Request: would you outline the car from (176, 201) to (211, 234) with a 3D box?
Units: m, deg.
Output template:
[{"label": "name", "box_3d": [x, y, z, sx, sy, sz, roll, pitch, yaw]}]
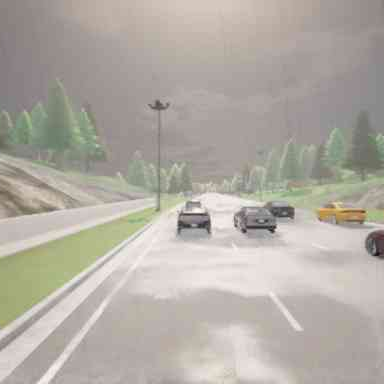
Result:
[{"label": "car", "box_3d": [0.110, 1.490, 19.437, 2.128, 1.511, 4.902, 0, 0, 0]}]

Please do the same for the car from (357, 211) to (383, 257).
[{"label": "car", "box_3d": [7.110, 1.527, 9.964, 1.812, 1.442, 4.674, 0, 0, 0]}]

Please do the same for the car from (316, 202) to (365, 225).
[{"label": "car", "box_3d": [10.613, 1.480, 24.098, 1.882, 1.535, 5.008, 0, 0, 0]}]

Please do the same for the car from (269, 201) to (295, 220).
[{"label": "car", "box_3d": [7.115, 1.478, 27.981, 1.882, 1.535, 5.008, 0, 0, 0]}]

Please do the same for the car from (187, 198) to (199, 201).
[{"label": "car", "box_3d": [0.158, 1.489, 40.228, 2.128, 1.511, 4.902, 0, 0, 1]}]

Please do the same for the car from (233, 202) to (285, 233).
[{"label": "car", "box_3d": [3.610, 1.548, 19.763, 2.033, 1.411, 5.357, 0, 0, 0]}]
